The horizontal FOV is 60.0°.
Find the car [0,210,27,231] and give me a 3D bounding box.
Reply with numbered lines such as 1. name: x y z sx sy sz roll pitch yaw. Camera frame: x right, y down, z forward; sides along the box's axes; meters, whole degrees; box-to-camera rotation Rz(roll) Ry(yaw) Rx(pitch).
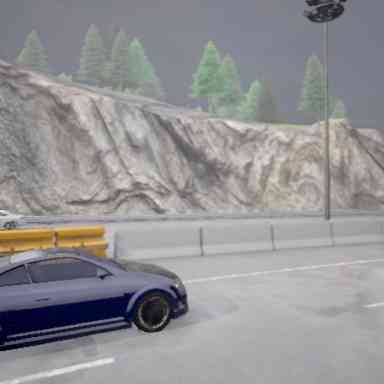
1. car: -14.225 2.026 23.477 4.674 1.442 1.812 0 -1 -27

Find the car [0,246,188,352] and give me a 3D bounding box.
1. car: -2.185 1.689 5.855 4.181 1.385 1.994 0 -1 -27
